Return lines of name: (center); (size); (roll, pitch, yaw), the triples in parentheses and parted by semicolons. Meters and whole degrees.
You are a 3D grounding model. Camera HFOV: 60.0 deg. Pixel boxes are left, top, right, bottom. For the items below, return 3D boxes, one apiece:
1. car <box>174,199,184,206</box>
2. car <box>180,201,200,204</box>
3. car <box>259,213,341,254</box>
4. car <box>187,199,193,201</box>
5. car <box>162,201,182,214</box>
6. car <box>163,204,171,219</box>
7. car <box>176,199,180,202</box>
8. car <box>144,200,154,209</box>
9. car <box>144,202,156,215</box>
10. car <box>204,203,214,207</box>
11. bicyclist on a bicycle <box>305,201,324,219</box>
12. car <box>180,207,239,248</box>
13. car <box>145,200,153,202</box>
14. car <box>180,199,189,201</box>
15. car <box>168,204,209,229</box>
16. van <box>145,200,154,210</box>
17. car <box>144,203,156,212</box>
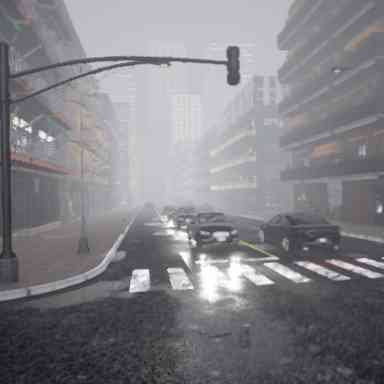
car: (-3.768, 2.914, 93.434); (2.192, 1.841, 5.009); (-2, -1, -8)
car: (-0.252, 2.350, 47.931); (1.994, 1.385, 4.181); (-1, -1, -7)
car: (4.397, 1.619, 14.344); (1.882, 1.535, 5.008); (-1, -1, -6)
car: (0.735, 2.488, 60.298); (1.752, 1.417, 4.829); (-2, -1, -8)
car: (-2.936, 2.358, 44.624); (1.994, 1.385, 4.181); (-1, -1, -8)
car: (-1.631, 2.207, 34.803); (1.895, 1.301, 4.718); (-1, -1, -8)
car: (-2.262, 2.701, 82.333); (2.192, 1.841, 5.009); (-2, -1, -8)
car: (-9.805, 2.764, 75.683); (2.192, 1.841, 5.009); (-2, -1, -8)
car: (-6.008, 2.498, 47.932); (1.802, 1.307, 4.206); (-2, -1, -8)
car: (2.266, 2.329, 49.028); (1.802, 1.307, 4.206); (-2, -1, -8)
bicyclist on a bicycle: (8.661, 1.497, 23.765); (1.656, 1.620, 0.582); (-1, -1, -8)
car: (0.893, 1.743, 16.232); (2.128, 1.511, 4.902); (-1, -1, -8)
car: (-6.766, 2.463, 53.484); (1.967, 1.590, 4.097); (-2, -1, -8)
car: (-0.756, 2.487, 71.233); (2.192, 1.841, 5.009); (-2, -1, -8)
car: (-0.388, 1.922, 25.567); (2.128, 1.511, 4.902); (-1, -1, -8)
van: (-8.275, 2.577, 64.585); (1.690, 1.788, 3.998); (-2, -1, -8)
car: (-7.515, 2.680, 59.032); (2.008, 1.369, 4.403); (-2, -1, -8)
